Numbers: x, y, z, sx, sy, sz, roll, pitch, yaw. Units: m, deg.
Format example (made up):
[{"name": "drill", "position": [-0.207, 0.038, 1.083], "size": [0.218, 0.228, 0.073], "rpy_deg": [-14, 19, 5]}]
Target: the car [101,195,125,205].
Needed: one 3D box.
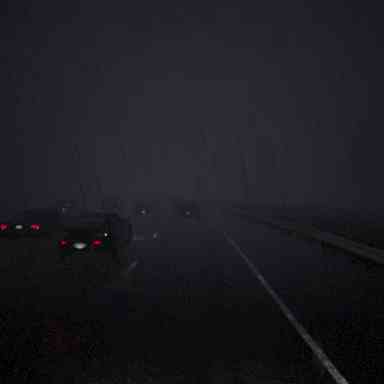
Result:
[{"name": "car", "position": [-8.449, 1.113, 35.893], "size": [2.097, 1.767, 4.553], "rpy_deg": [0, 0, -7]}]

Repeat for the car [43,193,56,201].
[{"name": "car", "position": [-30.820, 1.045, 72.241], "size": [2.128, 1.511, 4.902], "rpy_deg": [0, 0, -17]}]

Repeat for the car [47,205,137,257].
[{"name": "car", "position": [-3.435, 1.442, 12.427], "size": [1.812, 1.442, 4.674], "rpy_deg": [0, 0, -1]}]

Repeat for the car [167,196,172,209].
[{"name": "car", "position": [-2.031, 1.206, 40.841], "size": [1.882, 1.535, 5.008], "rpy_deg": [0, 0, -8]}]

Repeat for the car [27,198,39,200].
[{"name": "car", "position": [-34.085, 0.884, 70.956], "size": [2.097, 1.767, 4.553], "rpy_deg": [0, 0, -17]}]

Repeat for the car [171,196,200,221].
[{"name": "car", "position": [-0.451, 1.307, 25.518], "size": [1.882, 1.535, 5.008], "rpy_deg": [0, 0, -4]}]

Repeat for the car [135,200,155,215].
[{"name": "car", "position": [-4.342, 1.397, 30.537], "size": [1.895, 1.301, 4.718], "rpy_deg": [0, 0, -5]}]

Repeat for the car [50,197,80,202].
[{"name": "car", "position": [-11.464, 1.296, 31.359], "size": [1.837, 1.490, 4.892], "rpy_deg": [0, 0, -5]}]

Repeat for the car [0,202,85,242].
[{"name": "car", "position": [-6.991, 1.441, 15.832], "size": [2.033, 1.411, 5.357], "rpy_deg": [0, 0, -2]}]
